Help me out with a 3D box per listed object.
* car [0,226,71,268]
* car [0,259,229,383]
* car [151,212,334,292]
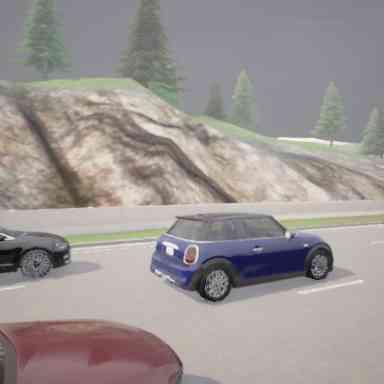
[{"bbox_3d":[-5.555,1.398,8.118,4.902,1.511,2.128,0,0,-33],"label":"car"},{"bbox_3d":[-2.170,1.501,1.946,4.674,1.442,1.812,0,1,-35],"label":"car"},{"bbox_3d":[1.356,1.267,8.174,4.553,1.767,2.097,0,1,-31],"label":"car"}]
